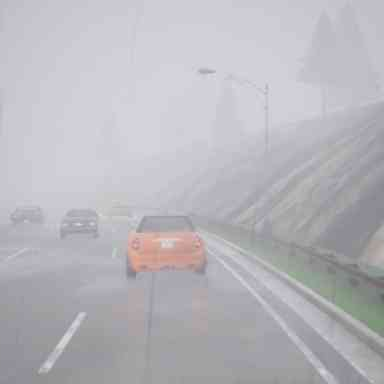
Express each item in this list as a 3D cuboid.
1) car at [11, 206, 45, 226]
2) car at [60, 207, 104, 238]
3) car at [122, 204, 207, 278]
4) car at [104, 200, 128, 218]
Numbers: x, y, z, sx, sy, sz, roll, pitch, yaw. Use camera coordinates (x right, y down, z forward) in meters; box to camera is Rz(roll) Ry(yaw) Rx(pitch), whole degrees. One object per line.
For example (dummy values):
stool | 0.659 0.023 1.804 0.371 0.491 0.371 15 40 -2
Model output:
car | -11.621 1.624 23.795 1.895 1.301 4.718 0 0 -21
car | -5.949 1.558 17.886 2.033 1.411 5.357 0 0 -16
car | -0.905 1.352 10.450 2.097 1.767 4.553 0 0 -8
car | -6.838 1.488 30.162 1.882 1.535 5.008 0 0 -24
